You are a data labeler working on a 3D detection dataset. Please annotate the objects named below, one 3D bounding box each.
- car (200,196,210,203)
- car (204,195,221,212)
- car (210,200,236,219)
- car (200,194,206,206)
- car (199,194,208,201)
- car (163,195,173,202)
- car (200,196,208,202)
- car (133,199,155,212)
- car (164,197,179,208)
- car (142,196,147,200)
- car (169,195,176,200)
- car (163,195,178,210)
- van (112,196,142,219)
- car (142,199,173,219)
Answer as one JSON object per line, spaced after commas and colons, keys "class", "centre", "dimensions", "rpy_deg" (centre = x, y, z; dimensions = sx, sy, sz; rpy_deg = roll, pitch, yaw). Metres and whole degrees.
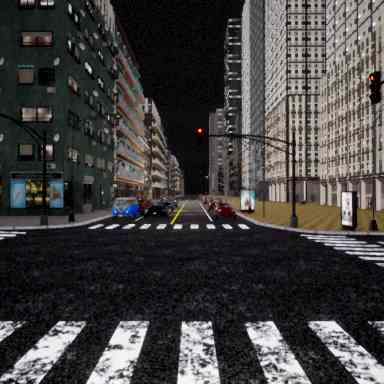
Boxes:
{"class": "car", "centre": [2.808, 1.593, 72.600], "dimensions": [1.887, 1.381, 4.507], "rpy_deg": [0, 0, 0]}
{"class": "car", "centre": [2.758, 1.457, 39.435], "dimensions": [1.967, 1.590, 4.097], "rpy_deg": [0, 0, 0]}
{"class": "car", "centre": [2.740, 1.593, 28.379], "dimensions": [1.802, 1.307, 4.206], "rpy_deg": [0, 0, 0]}
{"class": "car", "centre": [2.783, 1.470, 56.017], "dimensions": [1.967, 1.590, 4.097], "rpy_deg": [0, 0, 0]}
{"class": "car", "centre": [2.826, 1.376, 83.655], "dimensions": [2.192, 1.841, 5.009], "rpy_deg": [0, 0, 0]}
{"class": "car", "centre": [-5.563, 1.494, 78.141], "dimensions": [1.967, 1.590, 4.097], "rpy_deg": [0, 0, 0]}
{"class": "car", "centre": [2.816, 1.636, 78.127], "dimensions": [1.802, 1.307, 4.206], "rpy_deg": [0, 0, 0]}
{"class": "car", "centre": [-5.623, 1.562, 39.449], "dimensions": [1.887, 1.381, 4.507], "rpy_deg": [0, 0, 0]}
{"class": "car", "centre": [-3.014, 1.572, 50.076], "dimensions": [2.033, 1.411, 5.357], "rpy_deg": [0, 0, 0]}
{"class": "car", "centre": [-5.630, 1.329, 33.920], "dimensions": [2.192, 1.841, 5.009], "rpy_deg": [0, 0, 0]}
{"class": "car", "centre": [-5.539, 1.643, 94.724], "dimensions": [1.947, 1.339, 4.313], "rpy_deg": [0, 0, 0]}
{"class": "car", "centre": [-3.040, 1.508, 39.437], "dimensions": [2.128, 1.511, 4.902], "rpy_deg": [0, 0, 0]}
{"class": "van", "centre": [-5.639, 1.352, 28.393], "dimensions": [1.690, 1.788, 3.998], "rpy_deg": [0, 0, 0]}
{"class": "car", "centre": [-3.055, 1.575, 29.414], "dimensions": [1.994, 1.385, 4.181], "rpy_deg": [0, 0, 0]}
